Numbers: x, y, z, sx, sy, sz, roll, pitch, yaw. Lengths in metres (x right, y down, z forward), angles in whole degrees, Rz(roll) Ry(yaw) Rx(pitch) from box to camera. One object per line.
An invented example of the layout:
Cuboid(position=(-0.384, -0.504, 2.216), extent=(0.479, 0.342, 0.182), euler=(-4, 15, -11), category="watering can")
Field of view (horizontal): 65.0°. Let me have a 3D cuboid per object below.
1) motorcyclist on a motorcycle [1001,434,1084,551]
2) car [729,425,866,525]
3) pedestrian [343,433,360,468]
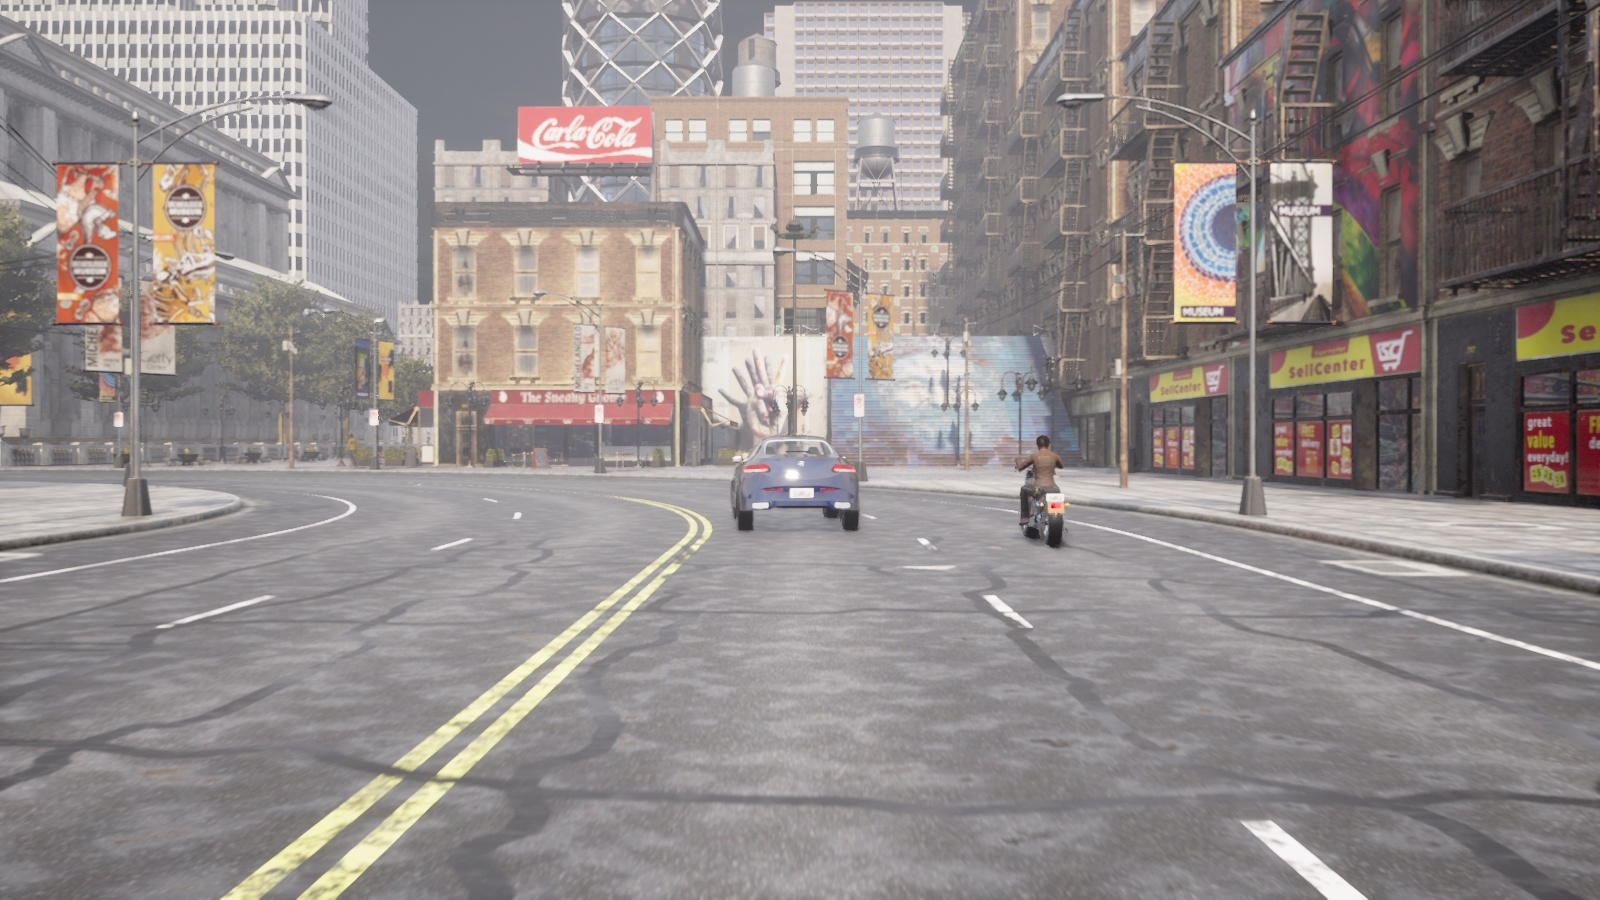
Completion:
Cuboid(position=(3.596, 0.594, 18.816), extent=(0.766, 1.649, 2.350), euler=(0, 0, 0), category="motorcyclist on a motorcycle")
Cuboid(position=(-0.175, 0.394, 23.272), extent=(2.152, 1.651, 5.027), euler=(0, 0, -5), category="car")
Cuboid(position=(-23.643, 0.011, 66.207), extent=(0.709, 1.840, 0.431), euler=(0, 0, 17), category="pedestrian")
